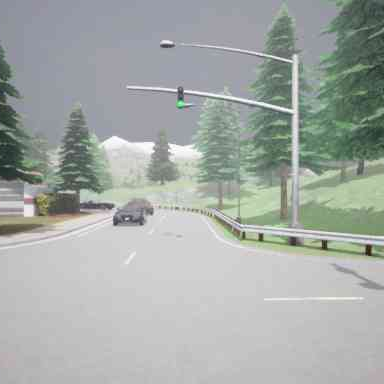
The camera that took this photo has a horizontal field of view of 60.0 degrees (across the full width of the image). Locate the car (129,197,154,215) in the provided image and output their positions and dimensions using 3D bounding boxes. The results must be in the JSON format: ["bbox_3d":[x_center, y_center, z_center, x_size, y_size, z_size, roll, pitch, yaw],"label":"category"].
[{"bbox_3d":[-5.278,1.345,33.378,2.097,1.767,4.553,0,0,-20],"label":"car"}]

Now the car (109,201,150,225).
[{"bbox_3d":[-4.317,1.559,23.600,1.994,1.385,4.181,0,0,-3],"label":"car"}]

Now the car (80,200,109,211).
[{"bbox_3d":[-11.952,1.598,41.031,4.718,1.301,1.895,0,0,13],"label":"car"}]
